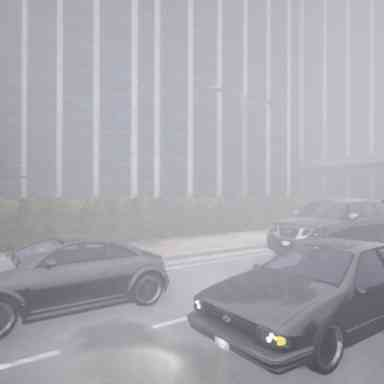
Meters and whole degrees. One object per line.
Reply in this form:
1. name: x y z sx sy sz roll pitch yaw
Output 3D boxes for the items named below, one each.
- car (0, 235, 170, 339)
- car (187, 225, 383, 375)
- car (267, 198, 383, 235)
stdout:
1. car: -2.522 1.571 6.490 4.181 1.385 1.994 0 0 -35
2. car: 2.556 1.565 5.811 5.357 1.411 2.033 0 0 -35
3. car: 5.194 1.257 11.989 5.566 2.045 2.150 0 0 -35
